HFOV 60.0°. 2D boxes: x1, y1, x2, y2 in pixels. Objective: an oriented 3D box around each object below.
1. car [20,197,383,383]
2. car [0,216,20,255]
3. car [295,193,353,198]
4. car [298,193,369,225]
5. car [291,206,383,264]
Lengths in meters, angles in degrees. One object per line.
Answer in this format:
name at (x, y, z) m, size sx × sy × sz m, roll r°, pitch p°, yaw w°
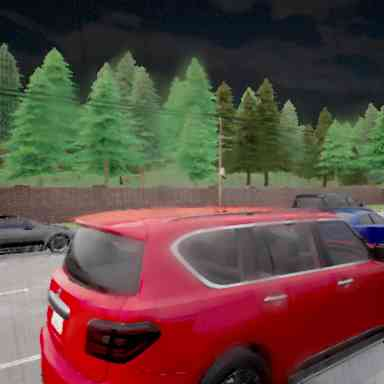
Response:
car at (1.005, 1.201, 4.462) m, size 5.566 × 2.045 × 2.150 m, roll 0°, pitch 0°, yaw -35°
car at (-6.398, 1.553, 12.080) m, size 4.181 × 1.385 × 1.994 m, roll 0°, pitch 0°, yaw -36°
car at (7.532, 1.123, 17.717) m, size 5.566 × 2.045 × 2.150 m, roll 0°, pitch 0°, yaw -36°
car at (10.282, 1.087, 23.977) m, size 5.566 × 2.045 × 2.150 m, roll 0°, pitch 0°, yaw -36°
car at (6.070, 1.405, 12.376) m, size 5.008 × 1.535 × 1.882 m, roll 0°, pitch 0°, yaw -36°
